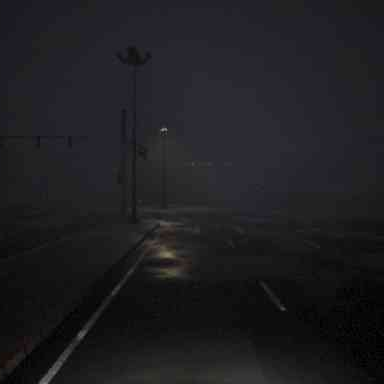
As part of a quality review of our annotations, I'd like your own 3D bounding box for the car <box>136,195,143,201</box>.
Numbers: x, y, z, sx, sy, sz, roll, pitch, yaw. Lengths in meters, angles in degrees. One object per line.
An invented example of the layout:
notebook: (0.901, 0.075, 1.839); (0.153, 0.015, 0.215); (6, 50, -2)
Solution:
car: (-14.909, 1.552, 91.552); (2.097, 1.767, 4.553); (0, 0, 0)
